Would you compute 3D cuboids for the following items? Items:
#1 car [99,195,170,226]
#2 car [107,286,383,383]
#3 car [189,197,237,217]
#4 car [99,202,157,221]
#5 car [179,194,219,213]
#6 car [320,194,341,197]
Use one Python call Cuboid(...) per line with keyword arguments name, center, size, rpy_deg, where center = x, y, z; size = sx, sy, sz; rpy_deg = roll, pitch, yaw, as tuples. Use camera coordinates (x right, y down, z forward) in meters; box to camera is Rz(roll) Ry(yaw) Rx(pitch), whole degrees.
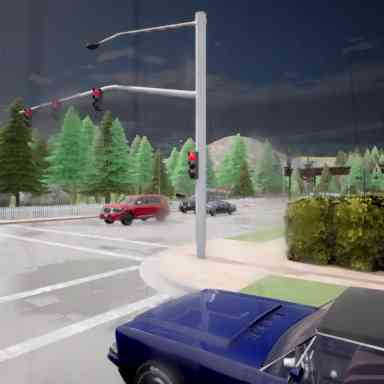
Cuboid(name="car", center=(-3.997, 1.221, 24.249), size=(2.150, 2.045, 5.566), rpy_deg=(0, 0, 38))
Cuboid(name="car", center=(1.432, 1.601, 2.943), size=(4.718, 1.301, 1.895), rpy_deg=(0, 0, 36))
Cuboid(name="car", center=(2.364, 1.547, 32.282), size=(2.033, 1.411, 5.357), rpy_deg=(0, 0, 38))
Cuboid(name="car", center=(-5.348, 1.601, 28.182), size=(1.895, 1.301, 4.718), rpy_deg=(0, 0, 38))
Cuboid(name="car", center=(0.983, 1.221, 36.168), size=(2.150, 2.045, 5.566), rpy_deg=(0, 0, 39))
Cuboid(name="car", center=(16.210, 1.221, 38.203), size=(2.150, 2.045, 5.566), rpy_deg=(0, 0, 38))
